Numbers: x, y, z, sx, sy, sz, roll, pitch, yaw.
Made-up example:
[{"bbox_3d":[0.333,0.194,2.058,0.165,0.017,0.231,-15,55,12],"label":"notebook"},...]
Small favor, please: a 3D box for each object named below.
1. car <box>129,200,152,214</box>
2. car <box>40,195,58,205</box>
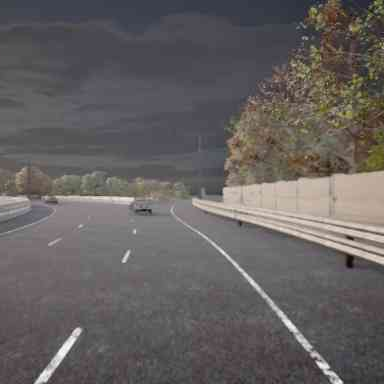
[{"bbox_3d":[-5.552,1.556,35.519,2.033,1.411,5.357,0,0,-18],"label":"car"},{"bbox_3d":[-26.386,1.540,61.931,1.837,1.490,4.892,1,0,-35],"label":"car"}]
